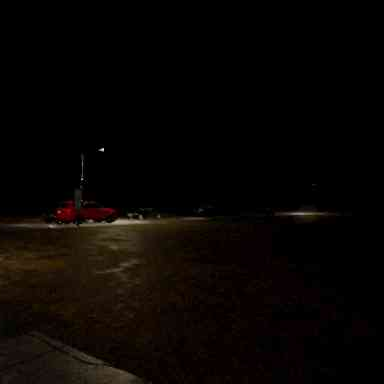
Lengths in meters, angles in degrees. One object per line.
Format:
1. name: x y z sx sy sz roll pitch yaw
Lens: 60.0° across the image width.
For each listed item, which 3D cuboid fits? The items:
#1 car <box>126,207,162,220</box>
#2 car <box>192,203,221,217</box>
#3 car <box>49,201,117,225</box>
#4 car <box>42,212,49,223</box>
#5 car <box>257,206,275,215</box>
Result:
1. car: -5.644 2.517 39.887 1.882 1.535 5.008 -1 -3 36
2. car: 2.289 2.770 51.008 2.150 2.045 5.566 -1 -3 36
3. car: -9.407 1.859 29.906 2.150 2.045 5.566 -1 -3 39
4. car: -11.624 2.143 31.492 1.882 1.535 5.008 -1 -3 35
5. car: 13.905 3.479 62.425 2.097 1.767 4.553 -1 -3 35
